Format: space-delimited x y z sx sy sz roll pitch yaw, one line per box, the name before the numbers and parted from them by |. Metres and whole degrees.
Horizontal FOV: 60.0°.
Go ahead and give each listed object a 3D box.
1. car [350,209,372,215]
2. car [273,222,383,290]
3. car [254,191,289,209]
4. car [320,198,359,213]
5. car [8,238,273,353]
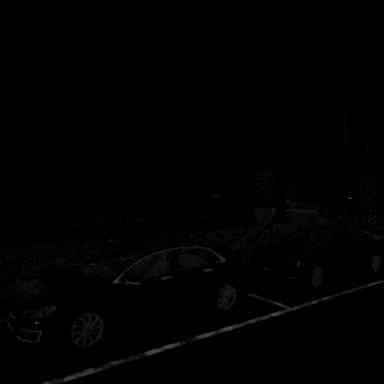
car | 8.048 1.539 12.399 4.097 1.590 1.967 1 0 -36
car | 3.607 1.604 9.227 4.507 1.381 1.887 1 0 -36
car | 9.016 0.931 40.128 2.150 2.045 5.566 0 1 -35
car | 14.751 1.392 32.122 2.128 1.511 4.902 0 1 -36
car | -0.834 1.571 6.056 4.403 1.369 2.008 1 0 -36
